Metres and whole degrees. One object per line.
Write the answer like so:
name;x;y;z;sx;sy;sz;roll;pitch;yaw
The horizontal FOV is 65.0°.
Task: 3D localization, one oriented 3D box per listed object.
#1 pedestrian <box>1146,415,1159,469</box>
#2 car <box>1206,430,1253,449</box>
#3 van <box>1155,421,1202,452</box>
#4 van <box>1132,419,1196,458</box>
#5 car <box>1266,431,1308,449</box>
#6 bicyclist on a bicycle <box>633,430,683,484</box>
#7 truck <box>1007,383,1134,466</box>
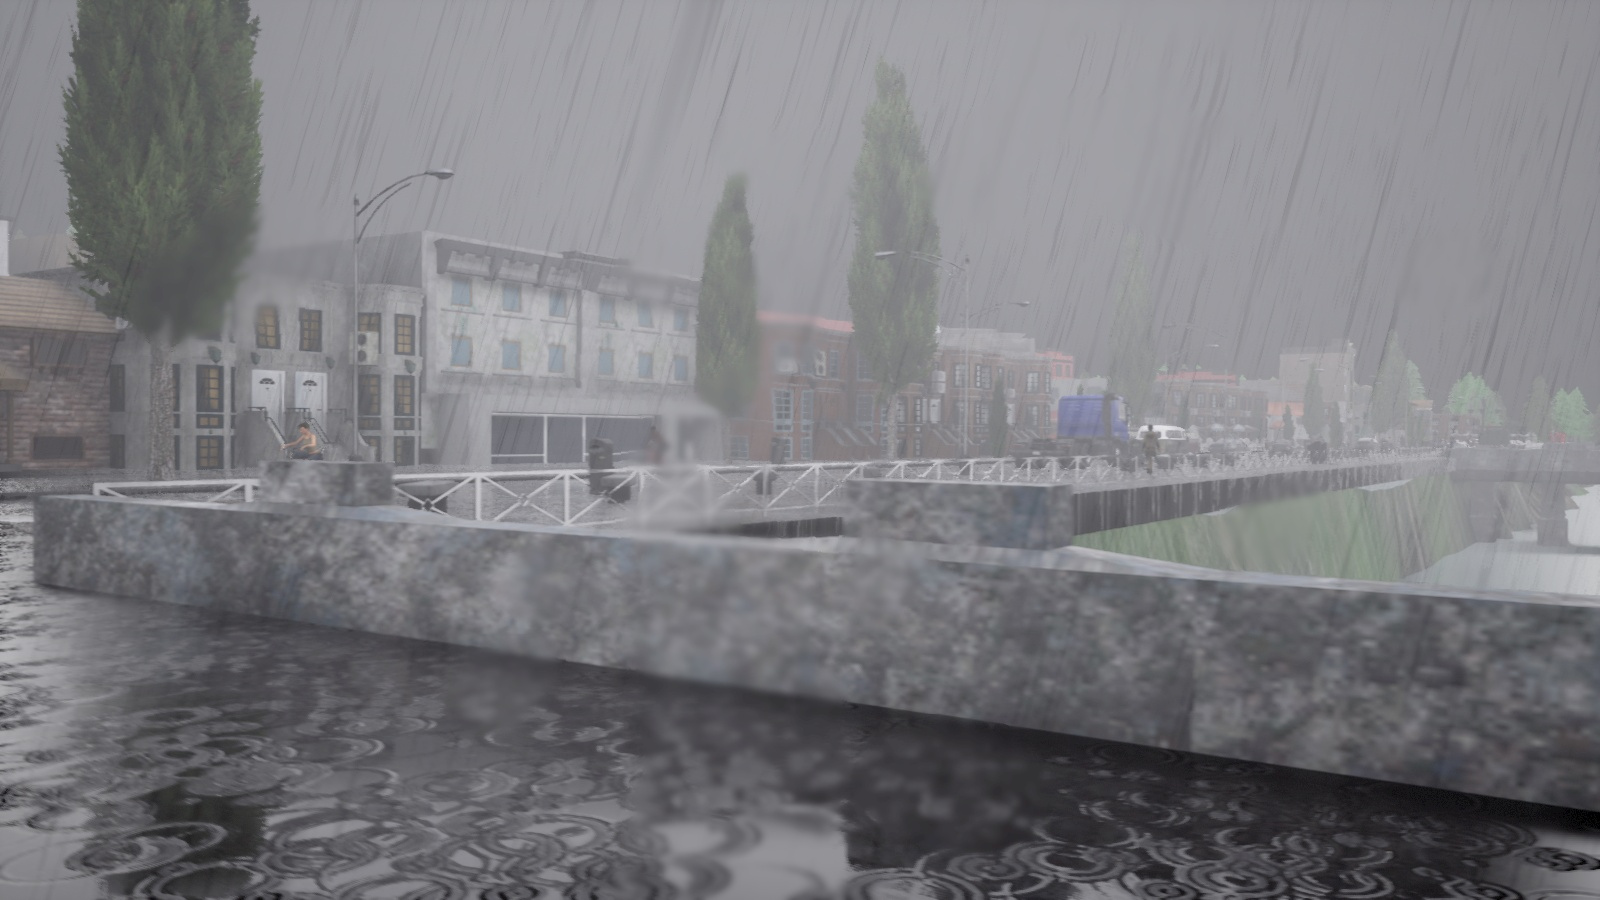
pedestrian;12.754;-0.294;45.419;0.396;1.930;0.692;0;1;12
car;32.119;-0.793;93.842;2.033;1.411;5.357;0;1;34
van;25.188;-0.882;83.400;1.775;1.987;4.442;0;1;34
van;19.688;-0.650;67.883;2.069;2.038;4.480;0;1;34
car;35.723;-0.748;92.038;1.895;1.301;4.718;0;1;34
bicyclist on a bicycle;-4.383;0.194;38.851;0.582;1.620;1.656;0;1;34
truck;12.357;-1.138;56.837;2.891;3.462;7.936;0;1;34
